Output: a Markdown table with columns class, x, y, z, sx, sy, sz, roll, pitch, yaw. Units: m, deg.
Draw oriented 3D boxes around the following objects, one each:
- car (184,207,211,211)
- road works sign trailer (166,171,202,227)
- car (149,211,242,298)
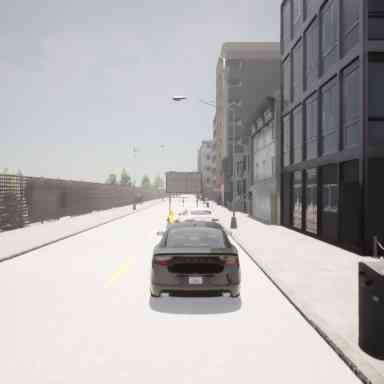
| class | x | y | z | sx | sy | sz | roll | pitch | yaw |
| --- | --- | --- | --- | --- | --- | --- | --- | --- | --- |
| car | 0.289 | 1.542 | 17.952 | 1.812 | 1.442 | 4.674 | 0 | -1 | -7 |
| road works sign trailer | -0.568 | 0.464 | 21.459 | 2.380 | 3.560 | 2.880 | 0 | 0 | -16 |
| car | 0.066 | 1.478 | 8.596 | 1.882 | 1.535 | 5.008 | 0 | 0 | 0 |
